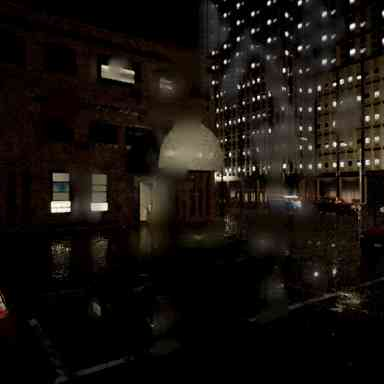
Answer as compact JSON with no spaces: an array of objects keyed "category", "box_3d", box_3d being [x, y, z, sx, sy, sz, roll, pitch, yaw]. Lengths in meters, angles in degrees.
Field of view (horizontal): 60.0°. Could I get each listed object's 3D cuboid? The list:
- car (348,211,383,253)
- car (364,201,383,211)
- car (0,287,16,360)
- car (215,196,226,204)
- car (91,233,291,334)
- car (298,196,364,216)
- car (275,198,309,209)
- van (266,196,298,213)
[{"category":"car","box_3d":[8.045,1.543,12.440,4.507,1.381,1.887,0,0,-35]},{"category":"car","box_3d":[20.017,1.498,36.535,2.008,1.369,4.403,0,0,-35]},{"category":"car","box_3d":[-4.268,1.440,3.526,4.097,1.590,1.967,0,0,-35]},{"category":"car","box_3d":[4.099,1.437,59.417,1.752,1.417,4.829,0,0,-35]},{"category":"car","box_3d":[0.199,1.565,6.774,4.313,1.339,1.947,0,0,-35]},{"category":"car","box_3d":[13.136,1.308,31.748,2.192,1.841,5.009,0,0,-35]},{"category":"car","box_3d":[13.689,1.514,45.632,1.802,1.307,4.206,0,0,-35]},{"category":"van","box_3d":[9.972,1.326,36.297,1.690,1.788,3.998,0,0,-35]}]
